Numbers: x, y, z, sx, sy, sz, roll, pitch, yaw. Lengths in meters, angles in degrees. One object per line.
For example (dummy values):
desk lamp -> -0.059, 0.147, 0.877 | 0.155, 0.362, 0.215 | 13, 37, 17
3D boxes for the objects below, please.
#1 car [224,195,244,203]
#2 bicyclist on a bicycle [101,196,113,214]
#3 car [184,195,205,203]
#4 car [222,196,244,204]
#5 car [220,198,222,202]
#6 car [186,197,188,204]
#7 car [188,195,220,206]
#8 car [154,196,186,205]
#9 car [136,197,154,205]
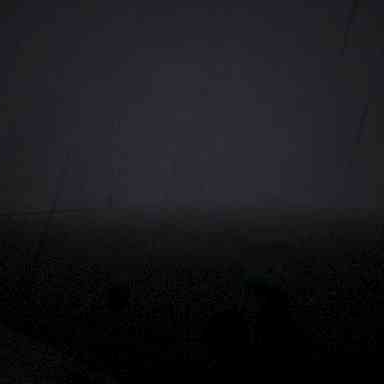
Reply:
car -> 8.873, 1.490, 69.426 | 2.128, 1.511, 4.902 | 0, 0, 35
bicyclist on a bicycle -> -8.025, 1.156, 31.722 | 1.656, 1.620, 0.582 | 33, 17, 27
car -> 0.580, 1.477, 69.777 | 1.882, 1.535, 5.008 | 0, 0, 35
car -> 7.995, 1.601, 62.230 | 1.895, 1.301, 4.718 | 0, 0, 35
car -> 4.674, 1.477, 69.526 | 1.882, 1.535, 5.008 | 0, 0, 35
car -> 1.107, 1.478, 58.305 | 1.882, 1.535, 5.008 | 0, 0, 35
car -> 2.031, 1.478, 53.612 | 1.882, 1.535, 5.008 | 0, 0, 35
car -> -3.726, 1.478, 57.496 | 1.882, 1.535, 5.008 | 0, 0, 35
car -> -7.737, 1.563, 57.864 | 1.994, 1.385, 4.181 | 0, 0, 35
